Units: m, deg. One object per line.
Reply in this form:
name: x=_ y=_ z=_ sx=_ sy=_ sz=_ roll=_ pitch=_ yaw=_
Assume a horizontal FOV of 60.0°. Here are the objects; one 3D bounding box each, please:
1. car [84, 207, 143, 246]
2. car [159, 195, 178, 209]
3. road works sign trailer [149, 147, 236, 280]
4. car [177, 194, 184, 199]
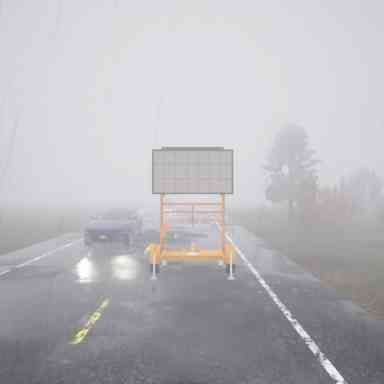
car: x=-3.471 y=1.480 z=15.452 sx=1.882 sy=1.535 sz=5.008 roll=0 pitch=0 yaw=0
car: x=-3.412 y=1.516 z=45.918 sx=2.128 sy=1.511 sz=4.902 roll=0 pitch=0 yaw=0
road works sign trailer: x=0.019 y=0.465 z=9.955 sx=2.380 sy=3.560 sz=2.880 roll=0 pitch=0 yaw=0
car: x=-3.327 y=1.283 z=89.992 sx=2.097 sy=1.767 sz=4.553 roll=0 pitch=0 yaw=0
